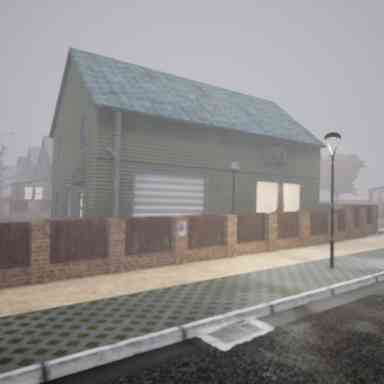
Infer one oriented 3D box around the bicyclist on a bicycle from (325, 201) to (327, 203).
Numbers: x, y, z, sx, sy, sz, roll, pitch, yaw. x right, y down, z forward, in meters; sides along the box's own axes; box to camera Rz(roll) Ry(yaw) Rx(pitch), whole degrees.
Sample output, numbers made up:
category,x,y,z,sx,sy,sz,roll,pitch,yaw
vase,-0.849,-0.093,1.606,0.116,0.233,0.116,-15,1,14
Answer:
category,x,y,z,sx,sy,sz,roll,pitch,yaw
bicyclist on a bicycle,13.908,1.801,34.326,1.656,1.620,0.582,2,-1,-34
